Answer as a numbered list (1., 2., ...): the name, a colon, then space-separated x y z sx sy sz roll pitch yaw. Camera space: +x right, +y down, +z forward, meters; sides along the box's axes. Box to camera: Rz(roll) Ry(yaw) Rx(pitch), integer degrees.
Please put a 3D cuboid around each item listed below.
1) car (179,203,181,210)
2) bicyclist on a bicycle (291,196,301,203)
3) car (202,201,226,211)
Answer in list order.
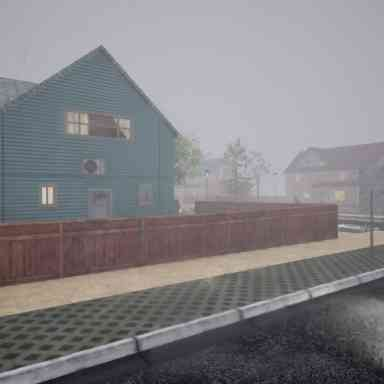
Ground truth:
1. car: -3.080 1.429 39.299 1.994 1.385 4.181 0 0 -35
2. bicyclist on a bicycle: 9.825 1.206 31.336 1.656 1.620 0.582 -1 1 -36
3. car: 2.671 1.508 31.262 1.895 1.301 4.718 0 0 -36
